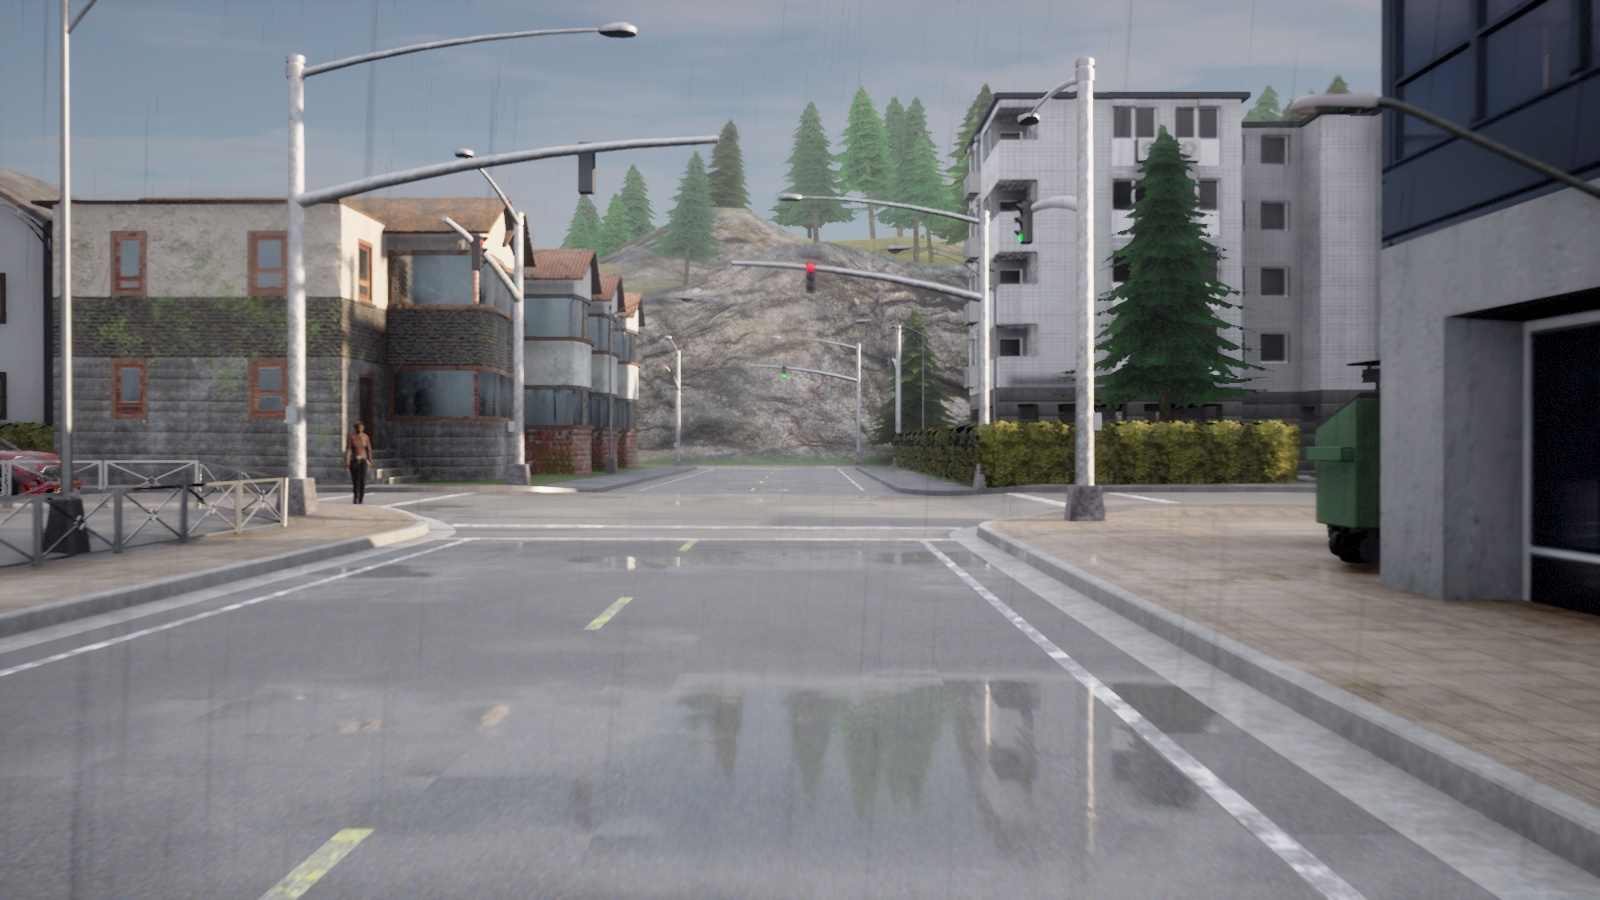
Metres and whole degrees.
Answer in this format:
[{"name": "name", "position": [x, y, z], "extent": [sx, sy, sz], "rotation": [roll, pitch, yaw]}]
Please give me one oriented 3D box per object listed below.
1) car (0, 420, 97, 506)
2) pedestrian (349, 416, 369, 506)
[{"name": "car", "position": [-18.054, 0.260, 27.139], "extent": [4.553, 1.767, 2.097], "rotation": [0, 0, 0]}, {"name": "pedestrian", "position": [-9.021, 0.215, 25.674], "extent": [0.328, 1.805, 0.869], "rotation": [0, 0, -24]}]
